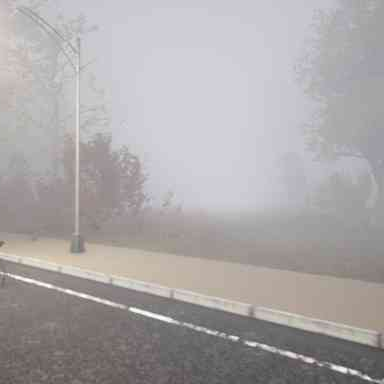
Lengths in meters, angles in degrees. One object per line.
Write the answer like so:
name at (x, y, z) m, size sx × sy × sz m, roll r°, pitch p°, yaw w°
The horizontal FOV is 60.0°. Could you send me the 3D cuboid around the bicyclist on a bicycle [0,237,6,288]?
bicyclist on a bicycle at (-4.932, 1.447, 8.073) m, size 1.656 × 1.620 × 0.582 m, roll 0°, pitch 0°, yaw 35°
